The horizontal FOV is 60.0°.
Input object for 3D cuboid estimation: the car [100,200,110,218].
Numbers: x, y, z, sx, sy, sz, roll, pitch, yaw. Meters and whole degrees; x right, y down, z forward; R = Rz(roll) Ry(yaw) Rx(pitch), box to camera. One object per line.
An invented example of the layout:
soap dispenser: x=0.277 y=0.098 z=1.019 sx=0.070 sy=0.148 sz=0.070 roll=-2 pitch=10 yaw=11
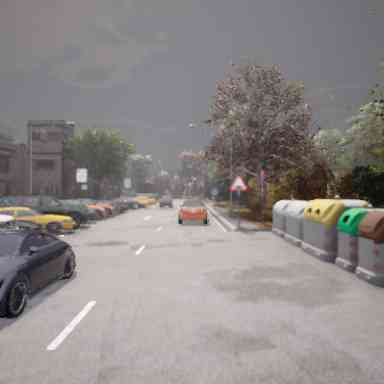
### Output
car: x=-9.273 y=1.392 z=26.849 sx=4.553 sy=1.767 sz=2.185 roll=-1 pitch=0 yaw=-20

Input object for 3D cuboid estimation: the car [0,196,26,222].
car: x=-9.305 y=1.239 z=11.858 sx=5.566 sy=2.045 sz=2.435 roll=-1 pitch=0 yaw=-20

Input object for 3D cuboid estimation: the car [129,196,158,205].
car: x=-9.198 y=1.597 z=62.882 sx=5.008 sy=1.535 sz=2.097 roll=-1 pitch=0 yaw=-20

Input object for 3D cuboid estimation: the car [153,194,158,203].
car: x=-9.348 y=1.618 z=59.814 sx=5.366 sy=1.575 sz=1.946 roll=-1 pitch=0 yaw=-20

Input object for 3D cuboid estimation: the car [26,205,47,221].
car: x=-9.281 y=1.524 z=14.859 sx=4.792 sy=1.488 sz=2.163 roll=-1 pitch=0 yaw=-20

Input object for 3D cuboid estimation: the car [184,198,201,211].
car: x=0.071 y=1.570 z=41.985 sx=2.128 sy=1.511 sz=4.902 roll=0 pitch=0 yaw=0

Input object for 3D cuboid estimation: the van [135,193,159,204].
van: x=-9.340 y=1.316 z=68.828 sx=4.442 sy=1.987 sz=1.878 roll=-1 pitch=1 yaw=-20

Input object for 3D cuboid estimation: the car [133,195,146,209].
car: x=-9.181 y=1.575 z=44.862 sx=4.892 sy=1.521 sz=2.231 roll=-1 pitch=0 yaw=-20

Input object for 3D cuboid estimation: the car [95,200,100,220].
car: x=-9.253 y=1.550 z=23.852 sx=4.674 sy=1.452 sz=2.002 roll=-1 pitch=0 yaw=-20

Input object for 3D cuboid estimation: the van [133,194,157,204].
van: x=-9.321 y=1.345 z=65.827 sx=4.442 sy=1.987 sz=1.878 roll=-1 pitch=1 yaw=-20

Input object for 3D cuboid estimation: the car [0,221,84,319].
car: x=-4.101 y=1.566 z=7.227 sx=1.994 sy=1.385 sz=4.181 roll=0 pitch=0 yaw=0

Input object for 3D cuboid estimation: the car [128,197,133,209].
car: x=-9.201 y=1.583 z=35.861 sx=4.674 sy=1.452 sz=2.002 roll=-1 pitch=-1 yaw=-20

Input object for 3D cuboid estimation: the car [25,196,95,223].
car: x=-9.264 y=1.253 z=20.875 sx=5.566 sy=2.045 sz=2.435 roll=-1 pitch=0 yaw=-20

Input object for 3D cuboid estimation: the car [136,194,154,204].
car: x=-8.993 y=1.590 z=50.928 sx=5.366 sy=1.575 sz=1.946 roll=-1 pitch=0 yaw=-20

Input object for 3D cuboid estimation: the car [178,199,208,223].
car: x=0.067 y=1.380 z=25.545 sx=2.097 sy=1.767 sz=4.553 roll=0 pitch=0 yaw=0

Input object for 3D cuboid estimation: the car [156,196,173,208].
car: x=-3.935 y=1.616 z=50.720 sx=1.837 sy=1.490 sz=4.892 roll=0 pitch=-1 yaw=0

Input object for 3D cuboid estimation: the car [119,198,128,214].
car: x=-9.183 y=1.563 z=32.870 sx=4.792 sy=1.488 sz=2.163 roll=-1 pitch=0 yaw=-20

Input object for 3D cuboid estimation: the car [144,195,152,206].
car: x=-8.995 y=1.580 z=47.926 sx=5.366 sy=1.575 sz=1.946 roll=-1 pitch=0 yaw=-20

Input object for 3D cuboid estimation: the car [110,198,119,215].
car: x=-9.258 y=1.400 z=29.850 sx=4.553 sy=1.767 sz=2.185 roll=-1 pitch=0 yaw=-20

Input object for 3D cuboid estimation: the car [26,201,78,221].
car: x=-9.118 y=1.494 z=17.916 sx=5.366 sy=1.575 sz=1.946 roll=-1 pitch=0 yaw=-20
